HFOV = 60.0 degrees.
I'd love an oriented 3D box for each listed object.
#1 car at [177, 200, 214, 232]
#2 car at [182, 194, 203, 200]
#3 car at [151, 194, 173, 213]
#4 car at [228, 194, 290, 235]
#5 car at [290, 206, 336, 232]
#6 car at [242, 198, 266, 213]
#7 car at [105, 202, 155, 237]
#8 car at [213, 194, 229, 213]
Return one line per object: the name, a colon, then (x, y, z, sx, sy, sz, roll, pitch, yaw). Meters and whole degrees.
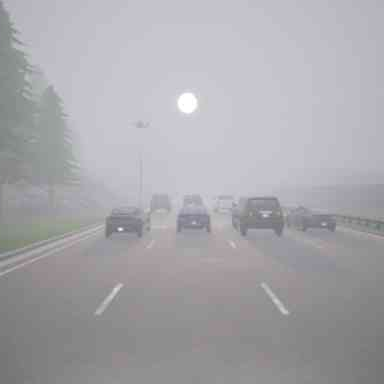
car: (0.099, 1.493, 20.216, 1.882, 1.535, 5.008, 0, 0, 0)
car: (0.099, 1.249, 37.656, 2.150, 2.045, 5.566, 0, 0, 0)
car: (-3.401, 1.250, 37.604, 2.150, 2.045, 5.566, 0, 0, 0)
car: (3.599, 1.236, 18.975, 2.150, 2.045, 5.566, 0, 0, 0)
car: (7.086, 1.540, 20.135, 1.812, 1.442, 4.674, 0, 0, 0)
car: (7.099, 1.533, 38.553, 1.837, 1.490, 4.892, 0, 0, 0)
car: (-3.401, 1.519, 18.272, 1.837, 1.490, 4.892, 0, 0, 0)
car: (3.599, 1.249, 37.654, 2.150, 2.045, 5.566, 0, 0, 0)
